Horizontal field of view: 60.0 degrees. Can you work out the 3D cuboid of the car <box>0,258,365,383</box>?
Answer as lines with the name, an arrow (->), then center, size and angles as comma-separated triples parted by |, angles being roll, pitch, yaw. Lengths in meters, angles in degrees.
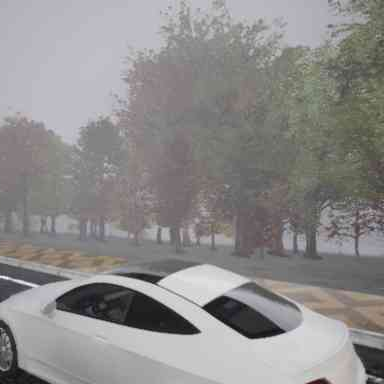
car -> -0.575, 1.555, 3.965 | 4.674, 1.442, 1.812 | -1, 0, 35
